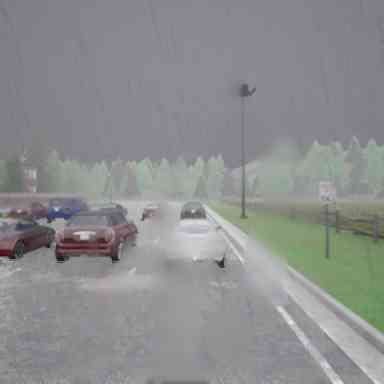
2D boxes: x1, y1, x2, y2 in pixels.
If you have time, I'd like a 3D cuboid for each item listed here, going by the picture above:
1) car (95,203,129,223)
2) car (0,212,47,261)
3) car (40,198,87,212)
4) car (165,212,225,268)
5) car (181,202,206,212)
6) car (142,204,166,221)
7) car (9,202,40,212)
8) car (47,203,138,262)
[{"bbox_3d":[-6.903,1.781,29.231,1.837,1.490,4.892,0,-1,0],"label":"car"},{"bbox_3d":[-6.903,1.686,12.895,1.994,1.385,4.181,0,-1,0],"label":"car"},{"bbox_3d":[-10.401,1.488,28.255,2.150,2.045,5.566,0,-1,0],"label":"car"},{"bbox_3d":[0.097,1.637,11.652,1.812,1.442,4.674,0,-1,0],"label":"car"},{"bbox_3d":[0.097,1.626,28.887,2.097,1.767,4.553,0,-1,0],"label":"car"},{"bbox_3d":[-3.403,1.811,30.175,1.812,1.442,4.674,0,-1,0],"label":"car"},{"bbox_3d":[-13.903,1.624,28.887,2.097,1.767,4.553,0,-1,0],"label":"car"},{"bbox_3d":[-3.403,1.473,12.694,2.097,1.767,4.553,0,-1,0],"label":"car"}]
